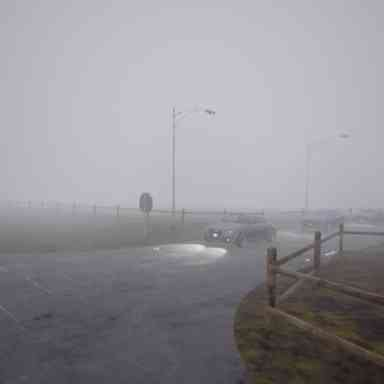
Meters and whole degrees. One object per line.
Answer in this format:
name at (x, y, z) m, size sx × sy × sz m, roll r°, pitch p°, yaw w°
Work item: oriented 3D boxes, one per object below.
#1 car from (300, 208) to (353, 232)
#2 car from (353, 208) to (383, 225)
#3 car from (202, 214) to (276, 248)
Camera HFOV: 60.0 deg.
car at (9.634, 1.964, 24.086) m, size 1.882 × 1.535 × 5.008 m, roll 1°, pitch 0°, yaw 43°
car at (17.242, 2.299, 32.072) m, size 2.033 × 1.411 × 5.357 m, roll 1°, pitch -1°, yaw 44°
car at (2.428, 1.822, 16.500) m, size 1.994 × 1.385 × 4.181 m, roll 1°, pitch 0°, yaw 44°
